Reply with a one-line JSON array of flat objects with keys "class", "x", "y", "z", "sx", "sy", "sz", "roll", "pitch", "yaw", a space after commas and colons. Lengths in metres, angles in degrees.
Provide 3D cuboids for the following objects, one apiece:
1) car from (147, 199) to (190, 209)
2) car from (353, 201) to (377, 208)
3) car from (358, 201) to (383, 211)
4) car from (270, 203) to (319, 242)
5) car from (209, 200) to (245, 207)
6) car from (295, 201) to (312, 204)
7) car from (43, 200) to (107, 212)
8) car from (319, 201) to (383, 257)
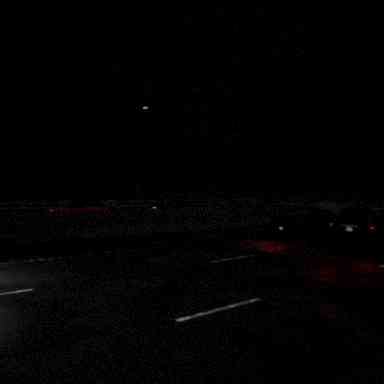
[{"class": "car", "x": -2.548, "y": 1.578, "z": 36.575, "sx": 4.892, "sy": 1.490, "sz": 1.837, "roll": 0, "pitch": 0, "yaw": -35}, {"class": "car", "x": 31.743, "y": 2.312, "z": 60.934, "sx": 4.718, "sy": 1.301, "sz": 1.895, "roll": 1, "pitch": -1, "yaw": -35}, {"class": "car", "x": 26.848, "y": 2.034, "z": 48.906, "sx": 5.357, "sy": 1.411, "sz": 2.033, "roll": 1, "pitch": -1, "yaw": -35}, {"class": "car", "x": 6.098, "y": 1.525, "z": 16.702, "sx": 5.008, "sy": 1.535, "sz": 1.882, "roll": 0, "pitch": 0, "yaw": -36}, {"class": "car", "x": 3.907, "y": 1.642, "z": 36.879, "sx": 4.674, "sy": 1.442, "sz": 1.812, "roll": 1, "pitch": 0, "yaw": -35}, {"class": "car", "x": 11.150, "y": 1.680, "z": 33.448, "sx": 4.674, "sy": 1.442, "sz": 1.812, "roll": 1, "pitch": 0, "yaw": -35}, {"class": "car", "x": -8.372, "y": 1.373, "z": 23.818, "sx": 4.553, "sy": 1.767, "sz": 2.097, "roll": 0, "pitch": 0, "yaw": -36}, {"class": "car", "x": 7.476, "y": 1.396, "z": 13.385, "sx": 4.553, "sy": 1.767, "sz": 2.097, "roll": 0, "pitch": 0, "yaw": -36}]
